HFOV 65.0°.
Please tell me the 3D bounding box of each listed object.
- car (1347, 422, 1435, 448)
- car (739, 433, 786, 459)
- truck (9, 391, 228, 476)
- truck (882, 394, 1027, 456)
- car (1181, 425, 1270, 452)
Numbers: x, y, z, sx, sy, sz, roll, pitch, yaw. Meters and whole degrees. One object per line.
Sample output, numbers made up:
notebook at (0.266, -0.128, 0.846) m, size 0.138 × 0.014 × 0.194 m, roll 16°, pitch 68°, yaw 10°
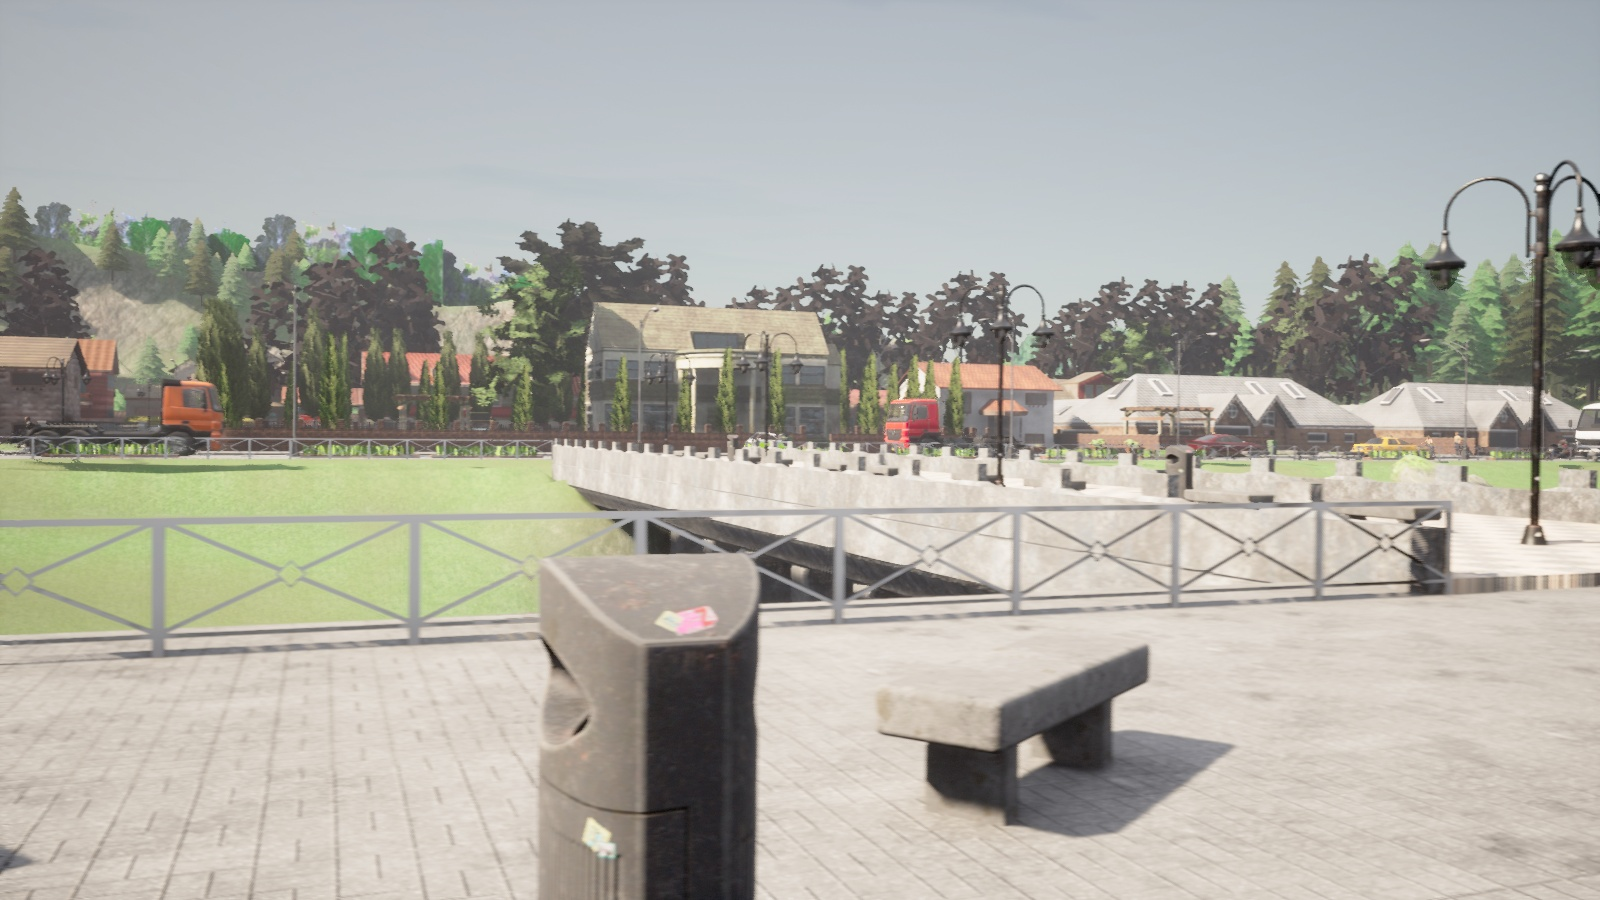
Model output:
car at (37.500, -0.965, 79.695) m, size 5.366 × 1.575 × 1.801 m, roll -1°, pitch 1°, yaw -21°
car at (-2.047, -0.247, 68.970) m, size 2.207 × 1.376 × 1.481 m, roll -1°, pitch 1°, yaw -21°
truck at (-29.253, -0.752, 54.357) m, size 7.936 × 3.462 × 2.891 m, roll -1°, pitch 1°, yaw -21°
truck at (8.990, -1.471, 73.146) m, size 7.936 × 3.462 × 2.891 m, roll -1°, pitch 1°, yaw -21°
car at (25.448, -0.722, 75.123) m, size 5.008 × 1.535 × 1.882 m, roll -1°, pitch 1°, yaw -21°
